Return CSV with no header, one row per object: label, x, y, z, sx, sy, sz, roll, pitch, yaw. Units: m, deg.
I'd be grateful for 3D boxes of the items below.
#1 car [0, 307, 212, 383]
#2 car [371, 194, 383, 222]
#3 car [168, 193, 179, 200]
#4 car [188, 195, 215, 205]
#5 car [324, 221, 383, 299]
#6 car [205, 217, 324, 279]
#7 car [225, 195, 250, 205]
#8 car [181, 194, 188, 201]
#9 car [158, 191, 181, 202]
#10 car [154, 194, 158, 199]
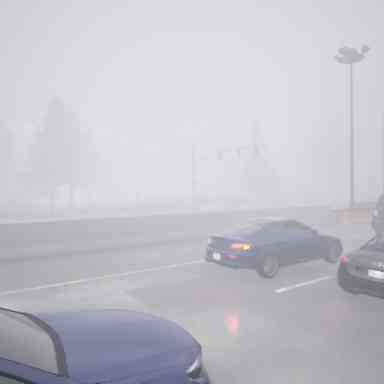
car,-1.993,1.530,2.290,4.674,1.442,1.812,0,0,-36
car,10.598,1.054,15.548,5.566,2.045,2.150,-1,0,-35
car,-4.526,1.069,80.277,1.882,1.535,5.008,-1,0,-14
car,1.741,1.197,53.320,1.837,1.490,4.892,-1,0,-28
car,5.093,1.484,7.353,4.181,1.385,1.994,-1,0,-35
car,2.513,1.453,9.814,4.674,1.442,1.812,-1,0,-35
car,7.070,1.224,51.430,1.994,1.385,4.181,-1,1,-33
car,-1.462,1.178,68.864,2.033,1.411,5.357,-1,0,-21
car,-4.551,0.885,67.148,2.150,2.045,5.566,-1,0,-21
car,-8.400,1.206,82.295,1.895,1.301,4.718,-1,0,-10
